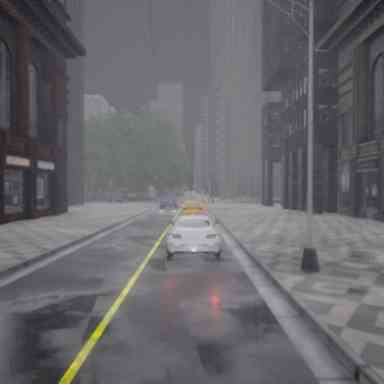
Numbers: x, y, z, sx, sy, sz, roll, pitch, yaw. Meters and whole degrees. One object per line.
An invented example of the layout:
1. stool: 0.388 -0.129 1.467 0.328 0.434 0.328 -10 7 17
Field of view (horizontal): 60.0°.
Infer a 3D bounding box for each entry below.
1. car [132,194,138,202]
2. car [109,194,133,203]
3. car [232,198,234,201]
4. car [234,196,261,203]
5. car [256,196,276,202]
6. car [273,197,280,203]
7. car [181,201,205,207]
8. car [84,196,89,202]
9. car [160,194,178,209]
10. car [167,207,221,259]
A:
1. car: -15.034 1.338 77.648 5.009 1.841 2.192 0 1 0
2. car: -15.071 1.726 69.128 4.313 1.339 1.947 0 1 0
3. car: 11.630 1.597 77.508 4.403 1.369 2.008 0 1 0
4. car: 11.763 1.709 68.983 4.829 1.417 1.752 0 1 0
5. car: 17.143 1.619 77.478 4.313 1.339 1.947 0 1 0
6. car: 17.106 1.741 68.954 4.403 1.369 2.008 0 1 0
7. car: 0.078 1.481 28.199 1.882 1.535 5.008 0 0 0
8. car: -25.947 1.587 77.712 4.313 1.339 1.947 0 1 0
9. car: -3.090 1.251 45.111 2.150 2.045 5.566 0 0 0
10. car: 0.073 1.524 12.542 1.812 1.442 4.674 0 0 0
